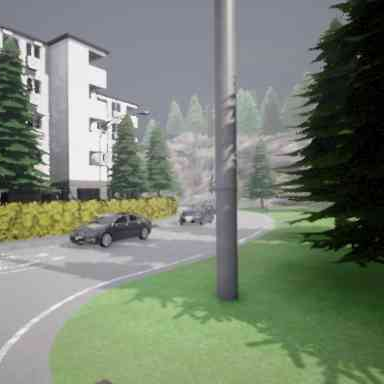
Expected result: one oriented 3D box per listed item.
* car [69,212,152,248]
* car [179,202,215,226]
[{"bbox_3d":[-3.978,1.828,16.990,1.837,1.490,4.892,-1,0,29],"label":"car"},{"bbox_3d":[0.393,1.840,27.053,2.128,1.511,4.902,-1,0,16],"label":"car"}]
